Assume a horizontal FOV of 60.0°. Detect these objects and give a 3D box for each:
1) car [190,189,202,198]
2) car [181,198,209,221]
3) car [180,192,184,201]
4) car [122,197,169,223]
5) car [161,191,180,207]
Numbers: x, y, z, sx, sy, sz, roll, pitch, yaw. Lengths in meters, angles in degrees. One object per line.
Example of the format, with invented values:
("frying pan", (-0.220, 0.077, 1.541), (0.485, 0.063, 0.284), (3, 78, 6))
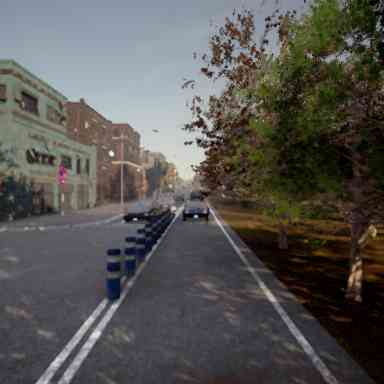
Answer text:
("car", (0.923, 0.573, 58.797), (2.150, 2.045, 5.566), (0, 0, 1))
("car", (0.303, 1.375, 25.122), (1.895, 1.301, 4.718), (0, 1, 1))
("car", (-2.416, 0.740, 56.858), (2.097, 1.767, 4.553), (0, 1, 2))
("car", (-3.367, 1.333, 24.015), (2.033, 1.411, 5.357), (0, 1, 6))
("car", (-2.879, 0.960, 39.144), (2.097, 1.767, 4.553), (0, 1, 1))
